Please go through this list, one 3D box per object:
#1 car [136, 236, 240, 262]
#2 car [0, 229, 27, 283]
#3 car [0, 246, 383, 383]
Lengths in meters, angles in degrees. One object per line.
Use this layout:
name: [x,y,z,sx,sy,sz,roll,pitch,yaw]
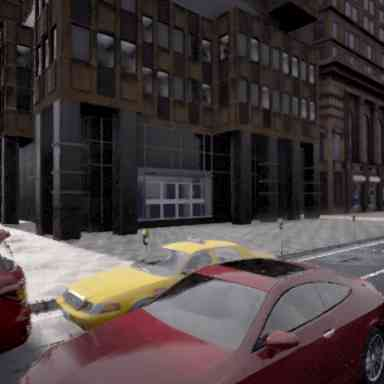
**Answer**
car: [-0.120,1.620,6.773,4.829,1.417,1.752,0,-1,-40]
car: [-4.322,1.384,3.306,5.009,1.841,2.192,0,-1,-40]
car: [0.596,1.577,3.782,4.674,1.442,1.812,1,-1,-40]
